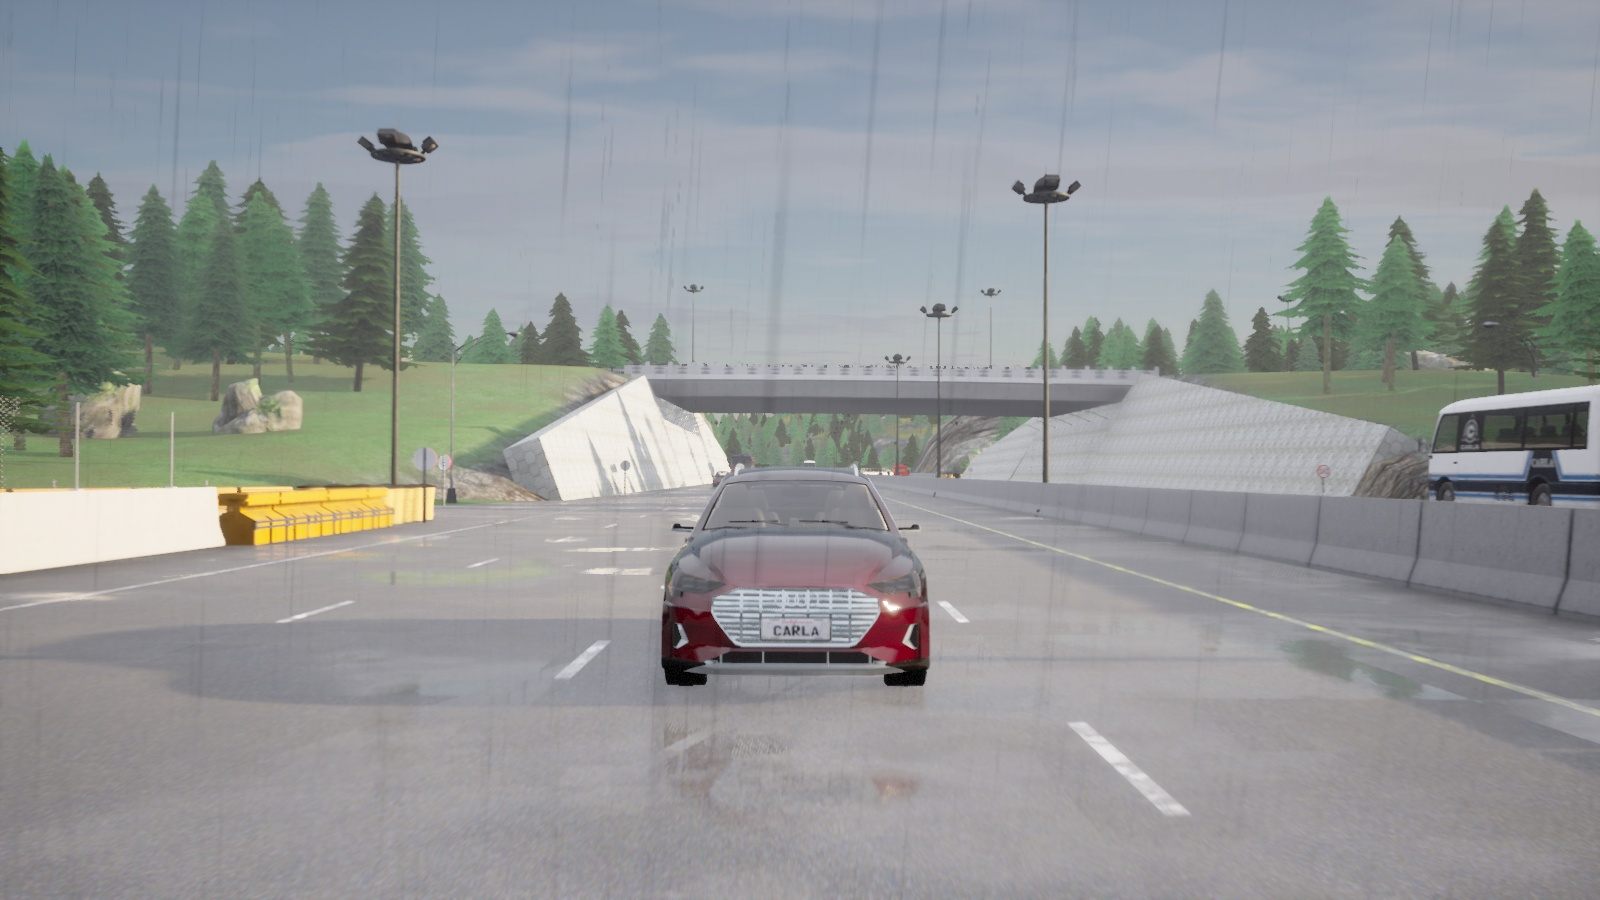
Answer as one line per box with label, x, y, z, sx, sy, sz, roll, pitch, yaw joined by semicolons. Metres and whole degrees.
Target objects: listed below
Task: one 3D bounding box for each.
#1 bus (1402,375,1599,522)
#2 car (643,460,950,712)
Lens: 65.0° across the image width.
bus;24.394;0.036;41.566;3.944;4.253;10.273;0;-1;0
car;-0.027;0.922;10.770;2.033;1.649;4.856;0;0;0
